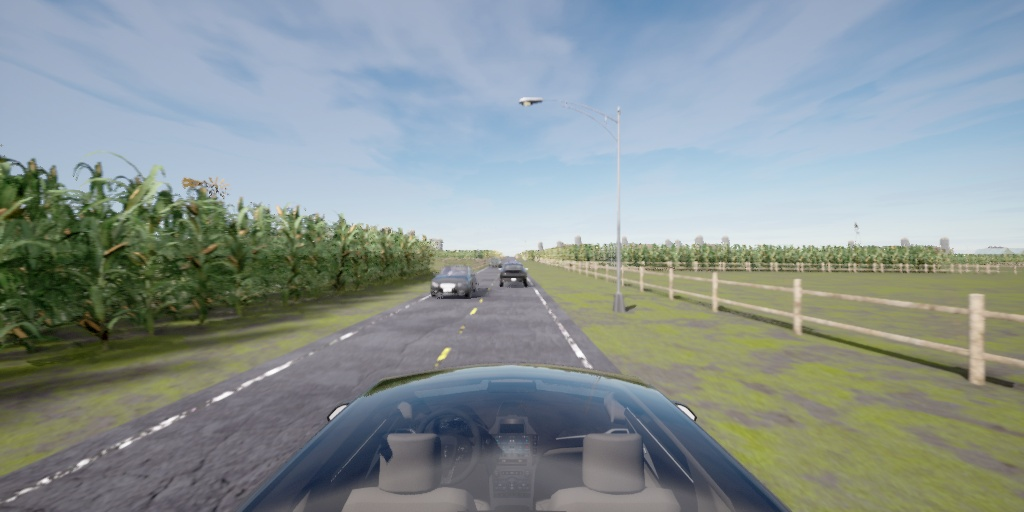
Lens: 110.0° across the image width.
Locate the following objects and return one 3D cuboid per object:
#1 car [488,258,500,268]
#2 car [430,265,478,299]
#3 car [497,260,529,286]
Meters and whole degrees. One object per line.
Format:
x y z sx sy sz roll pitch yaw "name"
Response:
-2.781 1.063 59.321 2.097 1.767 4.553 0 0 1 "car"
-2.845 1.238 18.301 2.128 1.511 4.902 0 0 0 "car"
0.105 1.248 25.254 1.837 1.490 4.892 0 0 0 "car"
